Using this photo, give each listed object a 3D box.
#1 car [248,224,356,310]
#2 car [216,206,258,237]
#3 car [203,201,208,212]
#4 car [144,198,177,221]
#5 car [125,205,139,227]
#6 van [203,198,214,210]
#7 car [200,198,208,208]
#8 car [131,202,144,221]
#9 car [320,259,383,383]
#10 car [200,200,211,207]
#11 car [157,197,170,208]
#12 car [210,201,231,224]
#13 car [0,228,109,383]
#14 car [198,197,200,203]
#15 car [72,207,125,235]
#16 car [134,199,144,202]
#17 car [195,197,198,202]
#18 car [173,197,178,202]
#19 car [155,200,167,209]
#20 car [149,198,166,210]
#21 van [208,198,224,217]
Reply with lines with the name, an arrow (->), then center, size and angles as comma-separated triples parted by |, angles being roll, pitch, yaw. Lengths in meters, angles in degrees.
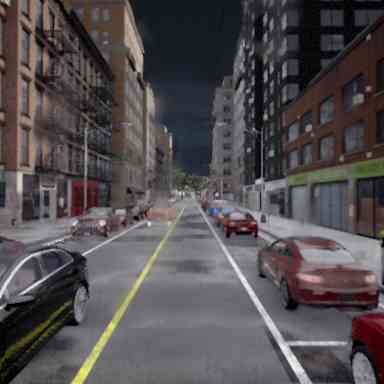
car -> 2.634, 1.666, 7.733 | 1.802, 1.307, 4.206 | 0, -1, 0
car -> 2.627, 1.749, 19.092 | 1.887, 1.381, 4.507 | 0, -1, 0
car -> 2.618, 1.935, 36.127 | 2.008, 1.369, 4.403 | 0, -1, 0
car -> -2.788, 1.673, 30.175 | 2.097, 1.767, 4.553 | 0, 0, 0
car -> -5.408, 1.847, 24.770 | 1.802, 1.307, 4.206 | 0, -1, 0
van -> 2.608, 1.902, 53.165 | 1.690, 1.788, 3.998 | 0, -1, 0
car -> 2.612, 1.817, 47.486 | 2.192, 1.841, 5.009 | 0, -1, 0
car -> -5.412, 1.891, 30.448 | 1.947, 1.339, 4.313 | 0, -1, 0
car -> 2.637, 1.568, 2.055 | 1.887, 1.381, 4.507 | 0, -1, 0
car -> 2.602, 2.260, 64.520 | 1.802, 1.307, 4.206 | 0, -1, 0
car -> -5.436, 1.994, 64.519 | 2.192, 1.841, 5.009 | 0, -1, 0
car -> 2.624, 1.704, 24.771 | 1.967, 1.590, 4.097 | 0, -1, 0
car -> -2.841, 1.540, 4.440 | 2.128, 1.511, 4.902 | 0, -1, 0
car -> 2.605, 1.935, 58.844 | 2.192, 1.841, 5.009 | 0, -1, 0
car -> -5.403, 1.645, 19.093 | 1.967, 1.590, 4.097 | 0, -1, 0
car -> -5.416, 1.700, 36.128 | 2.192, 1.841, 5.009 | 0, -1, 0
car -> 2.586, 2.508, 91.527 | 2.008, 1.369, 4.403 | 0, -1, 0
car -> -5.467, 2.481, 91.353 | 1.752, 1.417, 4.829 | 0, -1, 0
car -> -5.432, 2.144, 58.668 | 1.752, 1.417, 4.829 | 0, -1, 0
car -> -5.428, 1.877, 53.163 | 2.192, 1.841, 5.009 | 0, -1, 0
van -> 2.621, 1.665, 30.450 | 1.690, 1.788, 3.998 | 0, -1, 0
